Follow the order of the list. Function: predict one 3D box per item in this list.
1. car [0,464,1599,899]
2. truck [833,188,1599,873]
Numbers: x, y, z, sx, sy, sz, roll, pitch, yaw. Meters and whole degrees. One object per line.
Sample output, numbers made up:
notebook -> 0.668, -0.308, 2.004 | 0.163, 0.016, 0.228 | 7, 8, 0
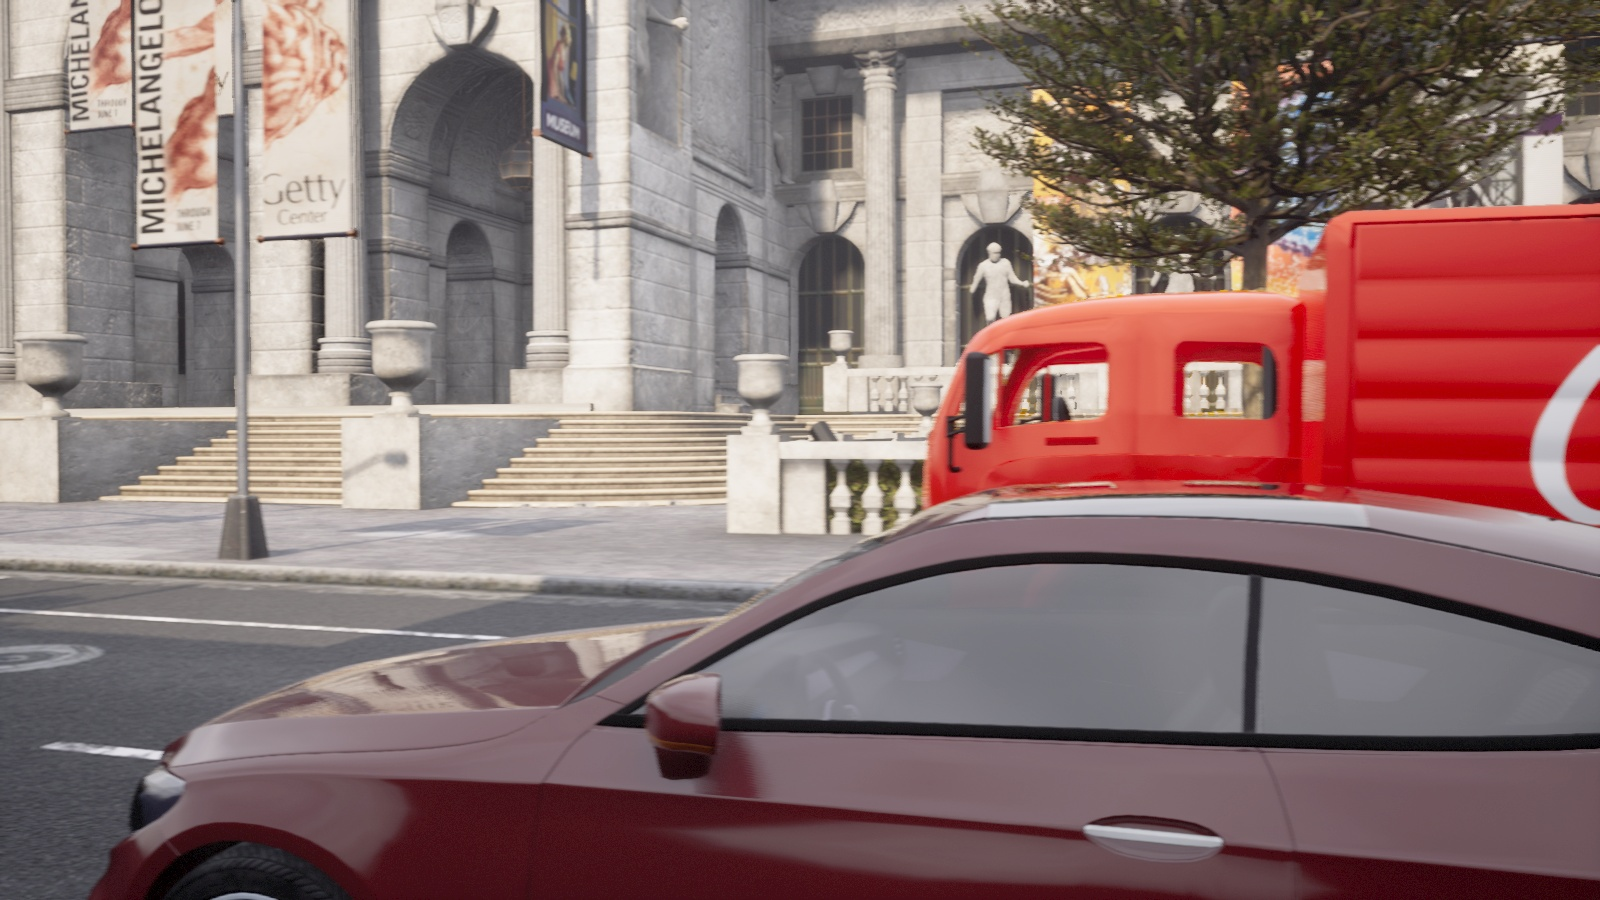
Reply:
car -> 0.521, 0.806, 3.018 | 4.674, 1.442, 1.812 | 1, 1, 19
truck -> 3.050, 0.270, 5.850 | 5.204, 2.467, 2.627 | 1, 1, 19
